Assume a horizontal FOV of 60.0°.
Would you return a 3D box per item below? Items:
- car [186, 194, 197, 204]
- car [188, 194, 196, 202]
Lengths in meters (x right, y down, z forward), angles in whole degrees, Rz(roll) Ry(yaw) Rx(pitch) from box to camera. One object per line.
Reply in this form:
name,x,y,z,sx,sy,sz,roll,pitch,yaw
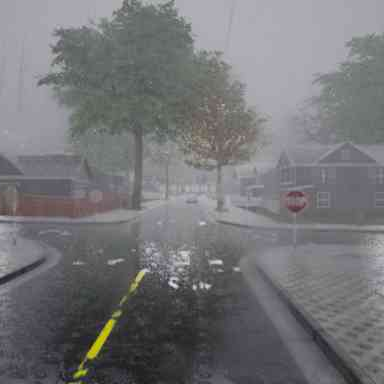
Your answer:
car,-0.011,1.473,61.185,1.994,1.385,4.181,0,0,0
car,-0.013,1.250,71.191,1.812,1.442,4.674,0,0,0
